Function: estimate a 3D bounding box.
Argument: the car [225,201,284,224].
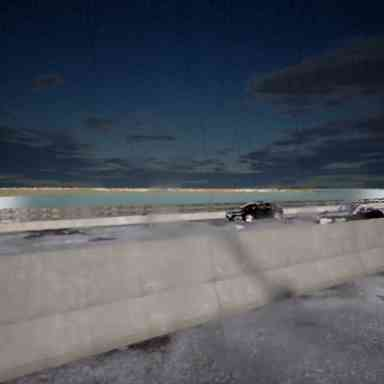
[{"bbox_3d":[4.631,1.426,24.388,4.892,1.490,1.837,0,0,-35],"label":"car"}]

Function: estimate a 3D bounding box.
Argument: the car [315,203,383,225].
[{"bbox_3d":[8.986,1.414,18.891,4.902,1.511,2.128,0,0,-35],"label":"car"}]
